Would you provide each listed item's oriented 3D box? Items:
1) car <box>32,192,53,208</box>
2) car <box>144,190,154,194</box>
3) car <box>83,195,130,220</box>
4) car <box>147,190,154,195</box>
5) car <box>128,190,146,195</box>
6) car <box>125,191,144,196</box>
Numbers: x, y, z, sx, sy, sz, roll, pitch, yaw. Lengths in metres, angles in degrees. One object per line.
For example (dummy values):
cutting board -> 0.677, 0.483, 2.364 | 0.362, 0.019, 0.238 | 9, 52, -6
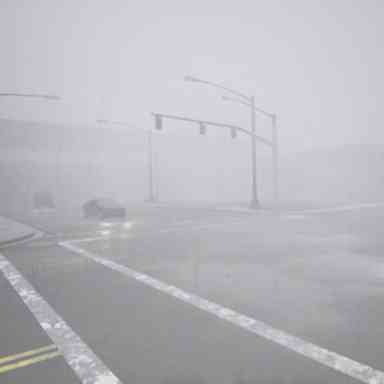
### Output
car -> -19.611, 0.988, 43.556 | 2.150, 2.045, 5.566 | -2, 1, -28
car -> -11.649, 0.306, 93.027 | 2.038, 1.542, 4.974 | -1, 1, -5
car -> -6.895, 1.240, 25.933 | 1.882, 1.535, 5.008 | -2, 1, -37
car -> -11.657, 0.148, 93.076 | 1.853, 1.218, 4.536 | -1, 1, -5
car -> -15.429, 0.229, 92.989 | 4.536, 1.218, 1.853 | -1, 1, 25
car -> -15.379, 0.386, 92.970 | 4.974, 1.542, 2.038 | -1, 1, 25
